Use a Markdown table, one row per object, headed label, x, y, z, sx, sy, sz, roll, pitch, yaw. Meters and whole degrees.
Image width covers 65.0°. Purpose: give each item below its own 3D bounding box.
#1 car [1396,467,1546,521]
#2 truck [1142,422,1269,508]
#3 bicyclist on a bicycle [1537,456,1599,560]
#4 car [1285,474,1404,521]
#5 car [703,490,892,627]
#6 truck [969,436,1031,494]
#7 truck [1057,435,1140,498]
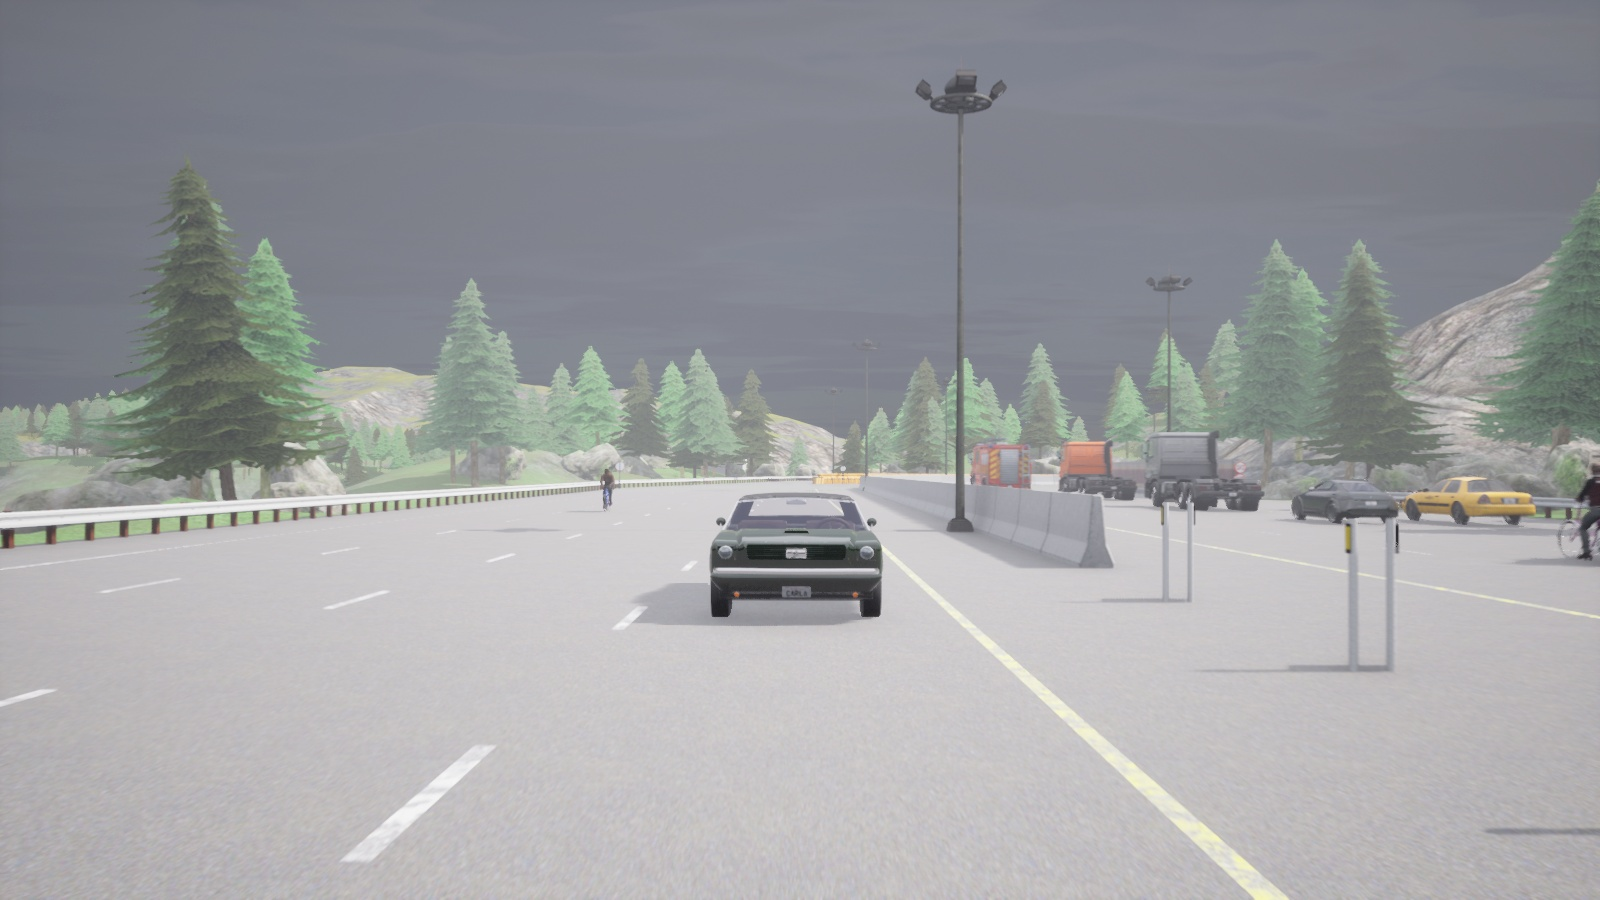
| label | x | y | z | sx | sy | sz | roll | pitch | yaw |
| --- | --- | --- | --- | --- | --- | --- | --- | --- | --- |
| car | 20.909 | 1.330 | 39.437 | 1.801 | 1.575 | 5.366 | 0 | -1 | 0 |
| truck | 17.358 | 0.674 | 54.406 | 2.891 | 3.462 | 7.936 | 0 | -1 | 0 |
| bicyclist on a bicycle | 13.947 | 1.002 | 22.251 | 0.659 | 1.776 | 1.843 | 0 | -1 | 0 |
| car | 17.406 | 1.485 | 40.353 | 1.994 | 1.385 | 4.181 | 0 | -1 | 0 |
| car | -0.035 | 1.166 | 14.999 | 1.895 | 1.301 | 4.718 | 0 | -1 | 0 |
| truck | 13.692 | 1.046 | 86.658 | 2.891 | 3.827 | 8.468 | 0 | -1 | 0 |
| truck | 17.261 | 0.987 | 73.092 | 2.891 | 3.462 | 7.936 | 0 | -1 | 0 |
